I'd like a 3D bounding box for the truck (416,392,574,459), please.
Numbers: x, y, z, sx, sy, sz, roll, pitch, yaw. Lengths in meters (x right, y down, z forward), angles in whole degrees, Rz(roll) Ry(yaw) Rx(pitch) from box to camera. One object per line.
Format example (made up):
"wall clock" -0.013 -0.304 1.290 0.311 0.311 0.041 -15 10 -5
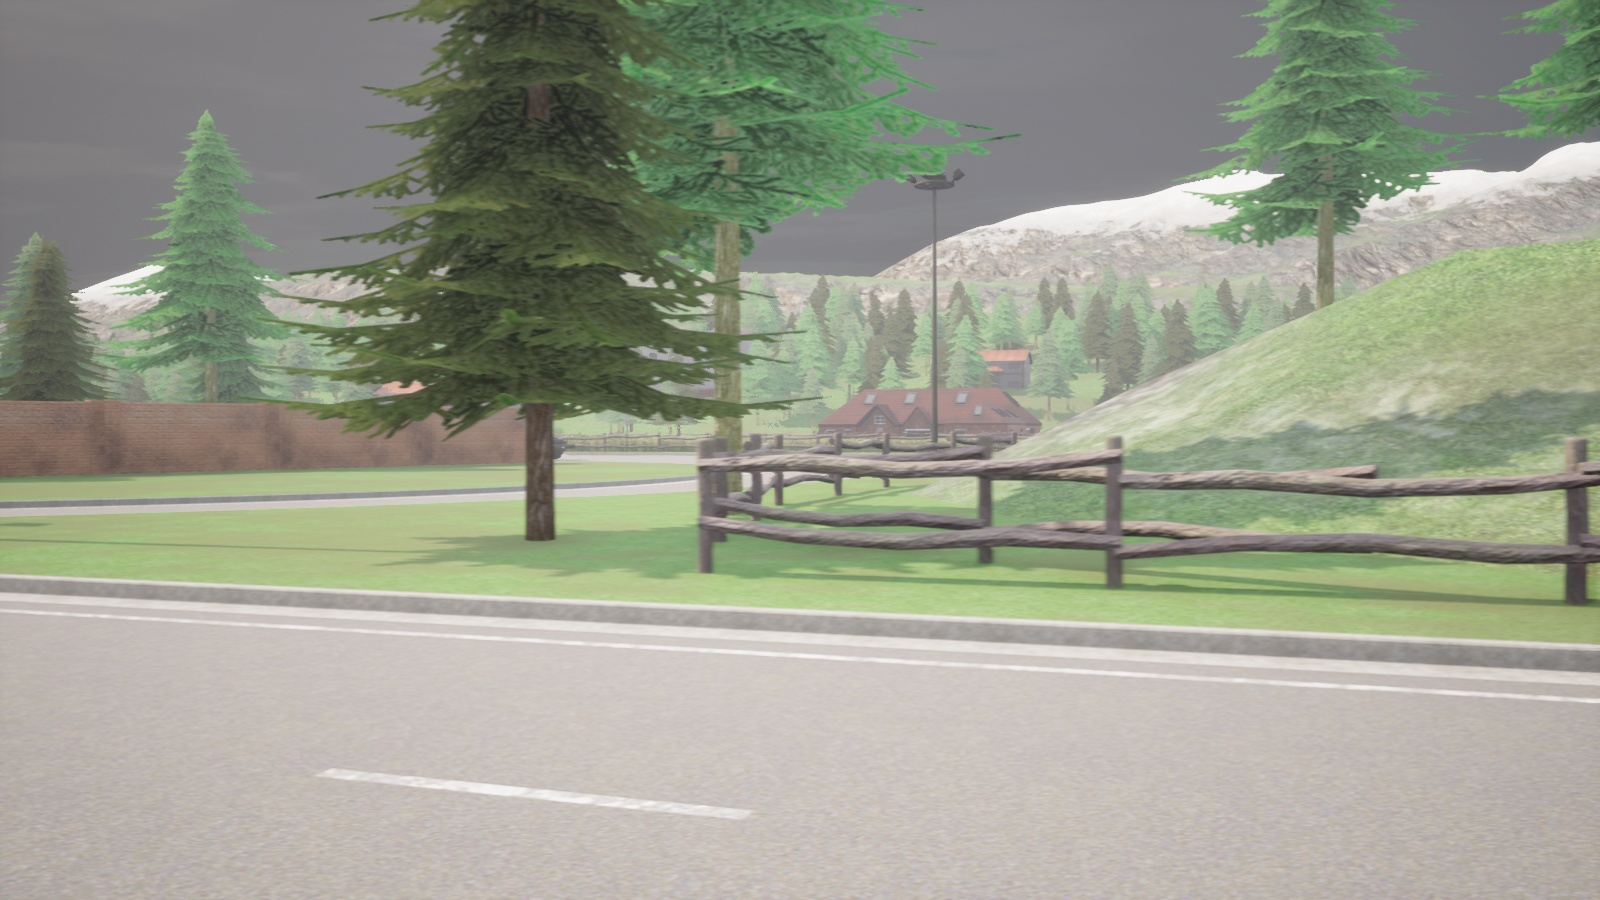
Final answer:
"truck" -16.352 -1.297 67.429 7.936 3.462 2.891 1 1 19
